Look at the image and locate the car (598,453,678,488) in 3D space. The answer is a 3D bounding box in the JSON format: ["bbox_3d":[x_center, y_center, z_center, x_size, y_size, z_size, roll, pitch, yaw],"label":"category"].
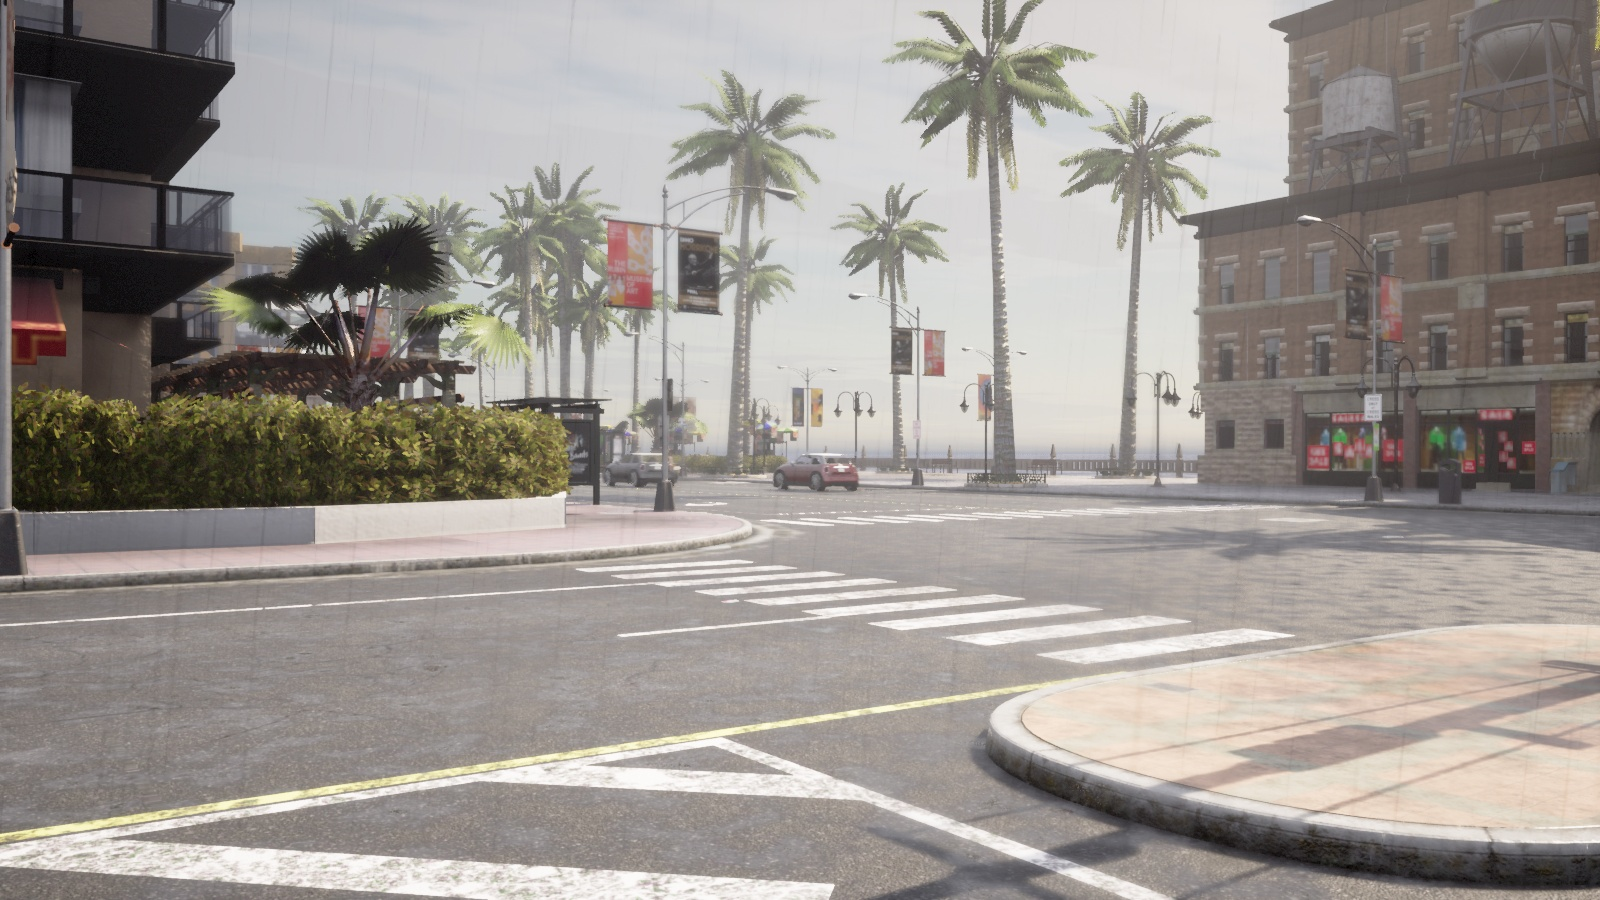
[{"bbox_3d":[-7.142,0.861,55.260,1.970,1.475,3.806,0,0,-34],"label":"car"}]

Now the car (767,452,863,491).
[{"bbox_3d":[0.561,0.832,50.195,1.970,1.475,3.806,0,0,-34],"label":"car"}]
